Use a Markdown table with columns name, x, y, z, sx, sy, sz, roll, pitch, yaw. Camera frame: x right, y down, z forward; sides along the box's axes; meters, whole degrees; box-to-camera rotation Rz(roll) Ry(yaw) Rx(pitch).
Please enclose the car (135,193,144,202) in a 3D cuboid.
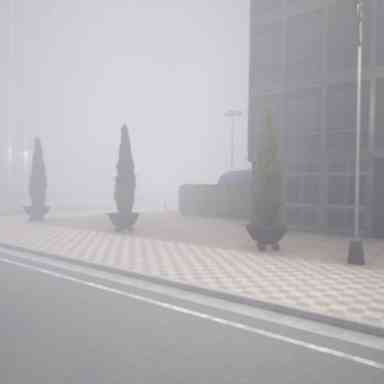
| name | x | y | z | sx | sy | sz | roll | pitch | yaw |
| --- | --- | --- | --- | --- | --- | --- | --- | --- | --- |
| car | -9.314 | 0.800 | 50.199 | 2.128 | 1.511 | 4.902 | 1 | 1 | 35 |
